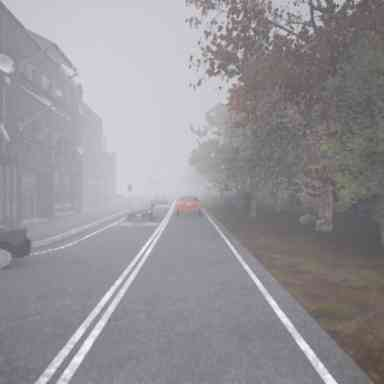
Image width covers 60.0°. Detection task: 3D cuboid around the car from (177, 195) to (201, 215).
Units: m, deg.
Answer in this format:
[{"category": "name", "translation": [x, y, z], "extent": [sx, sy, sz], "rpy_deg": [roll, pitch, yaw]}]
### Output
[{"category": "car", "translation": [-0.301, 1.056, 29.943], "extent": [2.097, 1.767, 4.553], "rpy_deg": [0, 1, -1]}]

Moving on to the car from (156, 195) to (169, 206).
[{"category": "car", "translation": [-4.085, 1.023, 43.249], "extent": [1.994, 1.385, 4.181], "rpy_deg": [0, 1, -1]}]

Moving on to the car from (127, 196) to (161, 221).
[{"category": "car", "translation": [-3.628, 1.303, 24.766], "extent": [1.812, 1.442, 4.674], "rpy_deg": [0, 1, -1]}]

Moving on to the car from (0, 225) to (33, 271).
[{"category": "car", "translation": [-6.974, 1.457, 8.816], "extent": [1.882, 1.535, 5.008], "rpy_deg": [-2, 0, 44]}]
